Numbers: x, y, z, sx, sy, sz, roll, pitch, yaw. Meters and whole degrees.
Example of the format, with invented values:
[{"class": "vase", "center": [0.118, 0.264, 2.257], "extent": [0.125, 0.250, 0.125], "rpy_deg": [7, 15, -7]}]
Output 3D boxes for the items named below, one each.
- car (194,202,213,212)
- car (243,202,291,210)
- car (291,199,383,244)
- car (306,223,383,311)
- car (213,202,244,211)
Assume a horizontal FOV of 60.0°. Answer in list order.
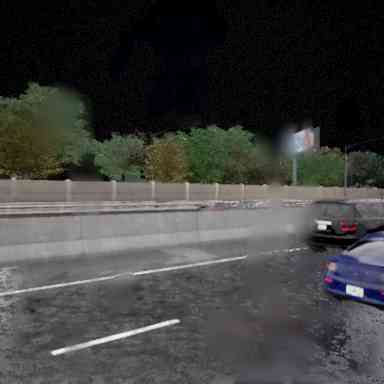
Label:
[{"class": "car", "center": [2.225, 1.663, 31.388], "extent": [4.181, 1.385, 1.994], "rpy_deg": [0, 0, -36]}, {"class": "car", "center": [6.739, 1.593, 26.011], "extent": [4.902, 1.511, 2.128], "rpy_deg": [1, 0, -36]}, {"class": "car", "center": [6.552, 1.281, 12.729], "extent": [5.566, 2.045, 2.150], "rpy_deg": [0, 0, -36]}, {"class": "car", "center": [4.693, 1.562, 7.117], "extent": [4.674, 1.442, 1.812], "rpy_deg": [0, 0, -36]}, {"class": "car", "center": [4.598, 1.593, 28.782], "extent": [4.902, 1.511, 2.128], "rpy_deg": [1, 0, -36]}]
